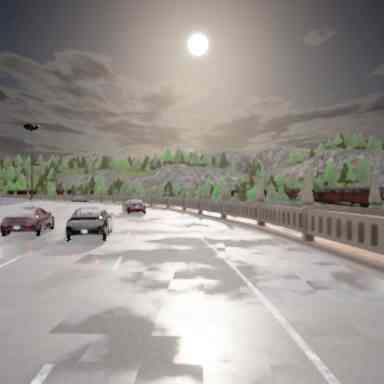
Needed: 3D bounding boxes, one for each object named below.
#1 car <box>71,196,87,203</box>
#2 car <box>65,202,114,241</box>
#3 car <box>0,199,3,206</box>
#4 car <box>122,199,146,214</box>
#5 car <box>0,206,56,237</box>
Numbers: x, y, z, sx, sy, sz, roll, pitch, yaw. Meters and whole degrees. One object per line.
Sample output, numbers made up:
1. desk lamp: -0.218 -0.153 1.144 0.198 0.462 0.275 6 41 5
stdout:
1. car: -21.828 1.409 64.183 1.994 1.385 4.181 0 0 -37
2. car: -5.071 1.499 16.815 2.128 1.511 4.902 0 0 -10
3. car: -21.013 1.272 34.222 2.150 2.045 5.566 0 0 -22
4. car: -6.210 1.506 35.271 2.163 1.488 4.792 0 0 -19
5. car: -8.893 1.545 18.343 1.812 1.442 4.674 0 0 -10
